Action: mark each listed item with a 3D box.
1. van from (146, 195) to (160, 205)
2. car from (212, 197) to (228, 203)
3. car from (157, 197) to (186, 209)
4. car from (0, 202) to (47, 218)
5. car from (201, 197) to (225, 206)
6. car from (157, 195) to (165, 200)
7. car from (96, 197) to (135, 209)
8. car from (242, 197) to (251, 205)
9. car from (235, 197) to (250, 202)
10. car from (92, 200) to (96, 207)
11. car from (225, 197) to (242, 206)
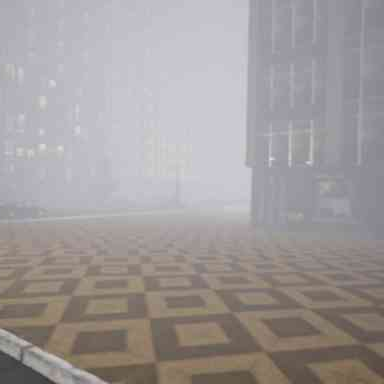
[{"bbox_3d":[-6.273,1.401,58.127,1.690,1.788,3.998,1,0,35],"label":"van"},{"bbox_3d":[6.595,1.844,76.660,1.802,1.307,4.206,1,0,35],"label":"car"},{"bbox_3d":[-2.619,1.782,48.706,1.947,1.339,4.313,1,0,35],"label":"car"},{"bbox_3d":[-15.386,1.563,30.097,2.008,1.369,4.403,1,0,35],"label":"car"},{"bbox_3d":[3.655,1.761,62.438,1.882,1.535,5.008,2,1,35],"label":"car"},{"bbox_3d":[-2.929,1.707,52.891,1.812,1.442,4.674,2,0,35],"label":"car"},{"bbox_3d":[-10.496,1.570,47.465,2.033,1.411,5.357,2,0,35],"label":"car"},{"bbox_3d":[10.255,2.001,67.244,1.802,1.307,4.206,1,0,35],"label":"car"},{"bbox_3d":[13.030,1.928,85.926,1.947,1.339,4.313,1,0,35],"label":"car"},{"bbox_3d":[-12.710,1.397,48.860,1.967,1.590,4.097,1,0,35],"label":"car"},{"bbox_3d":[7.038,1.935,62.610,1.947,1.339,4.313,1,0,35],"label":"car"}]
